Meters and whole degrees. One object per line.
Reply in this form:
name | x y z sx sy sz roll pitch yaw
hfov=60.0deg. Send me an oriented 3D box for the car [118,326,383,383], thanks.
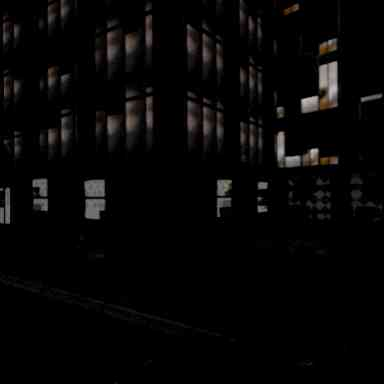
car | 1.259 1.582 1.976 4.206 1.307 1.802 -1 0 36
